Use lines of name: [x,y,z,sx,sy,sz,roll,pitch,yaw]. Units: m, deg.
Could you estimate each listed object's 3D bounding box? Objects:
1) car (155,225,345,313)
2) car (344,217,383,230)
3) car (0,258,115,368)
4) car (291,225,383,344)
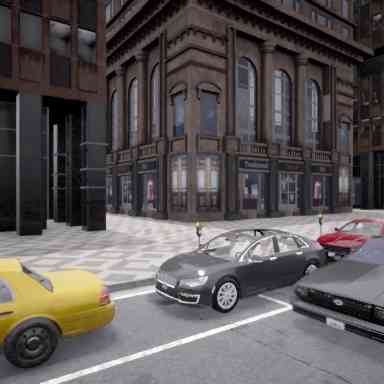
car: [1.261,1.551,7.554,4.403,1.369,2.008,0,0,-36]
car: [5.828,1.546,10.817,4.507,1.381,1.887,0,0,-36]
car: [-3.453,1.525,4.184,4.829,1.417,1.752,0,0,-36]
car: [4.270,1.548,6.431,5.357,1.411,2.033,0,0,-36]
